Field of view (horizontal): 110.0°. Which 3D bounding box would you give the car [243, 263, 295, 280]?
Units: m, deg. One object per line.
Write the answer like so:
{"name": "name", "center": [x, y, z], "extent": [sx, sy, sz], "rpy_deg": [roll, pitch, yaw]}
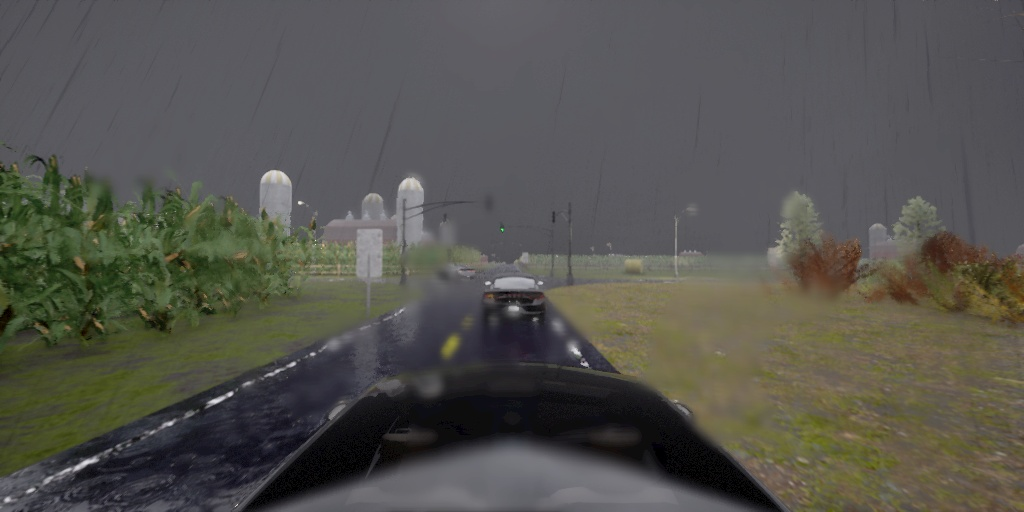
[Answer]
{"name": "car", "center": [-21.346, 1.262, 30.714], "extent": [5.008, 1.535, 1.882], "rpy_deg": [1, -2, -3]}

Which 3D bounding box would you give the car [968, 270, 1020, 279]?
{"name": "car", "center": [48.628, 2.058, 35.634], "extent": [4.718, 1.301, 1.895], "rpy_deg": [1, -2, -5]}

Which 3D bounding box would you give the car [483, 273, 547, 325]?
{"name": "car", "center": [0.083, 1.314, 12.240], "extent": [1.882, 1.535, 5.008], "rpy_deg": [0, 0, 0]}

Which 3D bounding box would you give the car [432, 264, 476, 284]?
{"name": "car", "center": [-4.947, 1.447, 30.199], "extent": [2.128, 1.511, 4.902], "rpy_deg": [0, 0, -40]}
